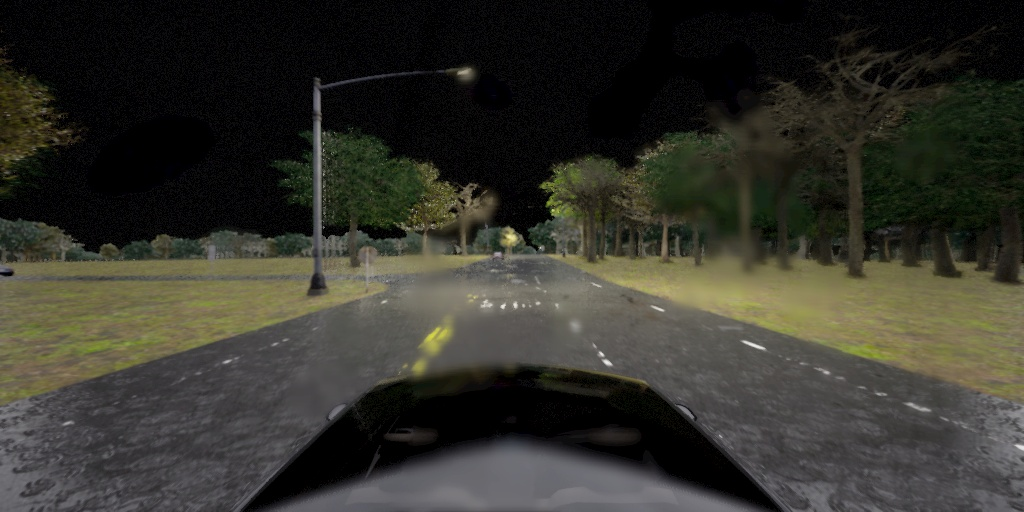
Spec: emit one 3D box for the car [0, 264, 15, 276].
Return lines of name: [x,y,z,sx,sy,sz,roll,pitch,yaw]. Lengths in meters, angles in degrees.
car: [-49.906,1.307,33.765,4.181,1.385,1.994,0,0,2]

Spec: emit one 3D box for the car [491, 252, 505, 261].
car: [-2.320,0.046,60.148,1.812,1.442,4.674,0,2,2]
